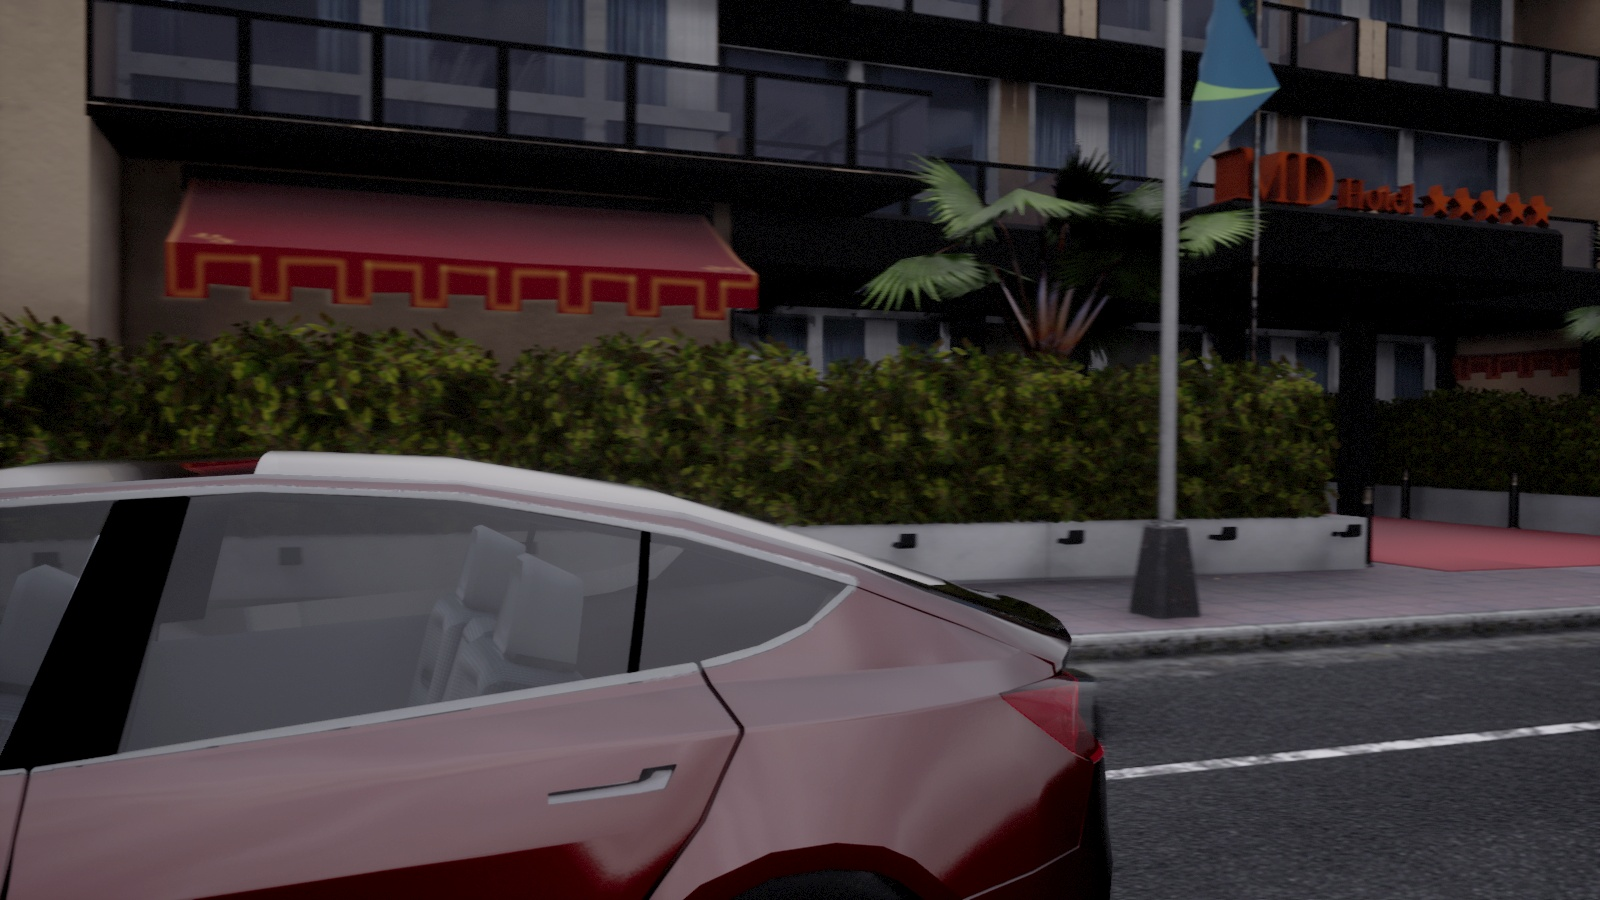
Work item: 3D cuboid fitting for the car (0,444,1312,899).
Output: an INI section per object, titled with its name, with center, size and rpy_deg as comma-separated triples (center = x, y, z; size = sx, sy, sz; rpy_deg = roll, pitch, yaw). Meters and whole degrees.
[car]
center = -1.620, 0.773, 2.624
size = 4.792, 1.488, 2.163
rpy_deg = -1, 1, -21
